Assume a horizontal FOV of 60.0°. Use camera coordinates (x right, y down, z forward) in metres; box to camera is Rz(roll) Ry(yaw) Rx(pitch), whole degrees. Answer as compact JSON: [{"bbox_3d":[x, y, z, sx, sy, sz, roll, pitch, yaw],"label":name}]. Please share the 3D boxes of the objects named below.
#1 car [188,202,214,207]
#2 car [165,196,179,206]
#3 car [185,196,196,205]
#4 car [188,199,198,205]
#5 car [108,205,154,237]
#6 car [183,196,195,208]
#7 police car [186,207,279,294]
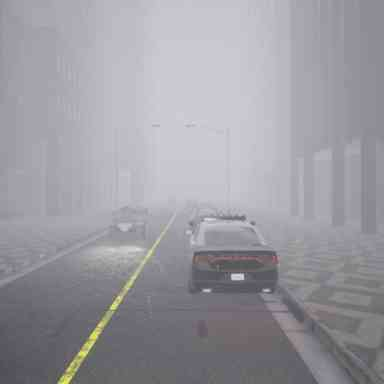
[{"bbox_3d":[0.826,1.521,18.855,1.812,1.442,4.674,0,0,0],"label":"car"},{"bbox_3d":[-3.214,1.481,53.396,1.837,1.490,4.892,0,0,0],"label":"car"},{"bbox_3d":[-0.242,1.451,60.445,1.882,1.535,5.008,0,0,0],"label":"car"},{"bbox_3d":[0.801,1.496,24.856,1.837,1.490,4.892,0,0,0],"label":"car"},{"bbox_3d":[-3.171,1.487,18.052,2.128,1.511,4.902,0,0,0],"label":"car"},{"bbox_3d":[-0.160,1.505,46.165,1.812,1.442,4.674,0,0,0],"label":"car"},{"bbox_3d":[0.865,1.425,8.964,1.930,1.638,5.238,0,0,0],"label":"police car"}]
